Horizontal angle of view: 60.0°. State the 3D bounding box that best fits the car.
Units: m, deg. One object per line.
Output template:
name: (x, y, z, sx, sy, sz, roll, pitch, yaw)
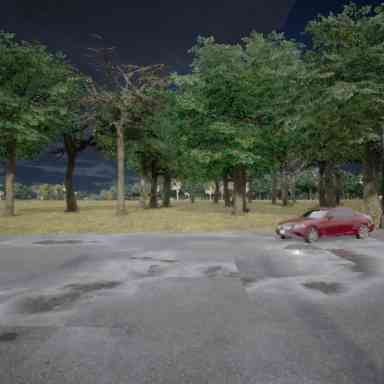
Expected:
car: (5.938, 1.412, 14.826, 4.674, 1.442, 1.812, 0, -3, -22)
